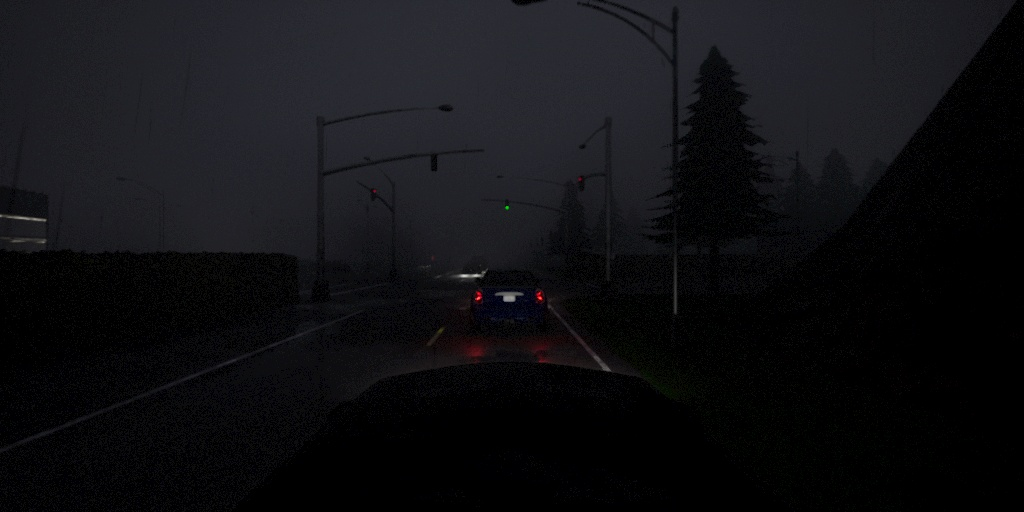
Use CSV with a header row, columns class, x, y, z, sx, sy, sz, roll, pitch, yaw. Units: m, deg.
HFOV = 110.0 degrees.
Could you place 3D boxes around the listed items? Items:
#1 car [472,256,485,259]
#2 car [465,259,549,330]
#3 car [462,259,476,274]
class,x,y,z,sx,sy,sz,roll,pitch,yaw
car,-4.725,1.000,50.343,2.150,2.045,5.566,0,0,-2
car,-0.116,1.107,11.283,2.097,1.767,4.553,0,0,-1
car,-4.504,1.338,40.892,1.994,1.385,4.181,0,0,-1
